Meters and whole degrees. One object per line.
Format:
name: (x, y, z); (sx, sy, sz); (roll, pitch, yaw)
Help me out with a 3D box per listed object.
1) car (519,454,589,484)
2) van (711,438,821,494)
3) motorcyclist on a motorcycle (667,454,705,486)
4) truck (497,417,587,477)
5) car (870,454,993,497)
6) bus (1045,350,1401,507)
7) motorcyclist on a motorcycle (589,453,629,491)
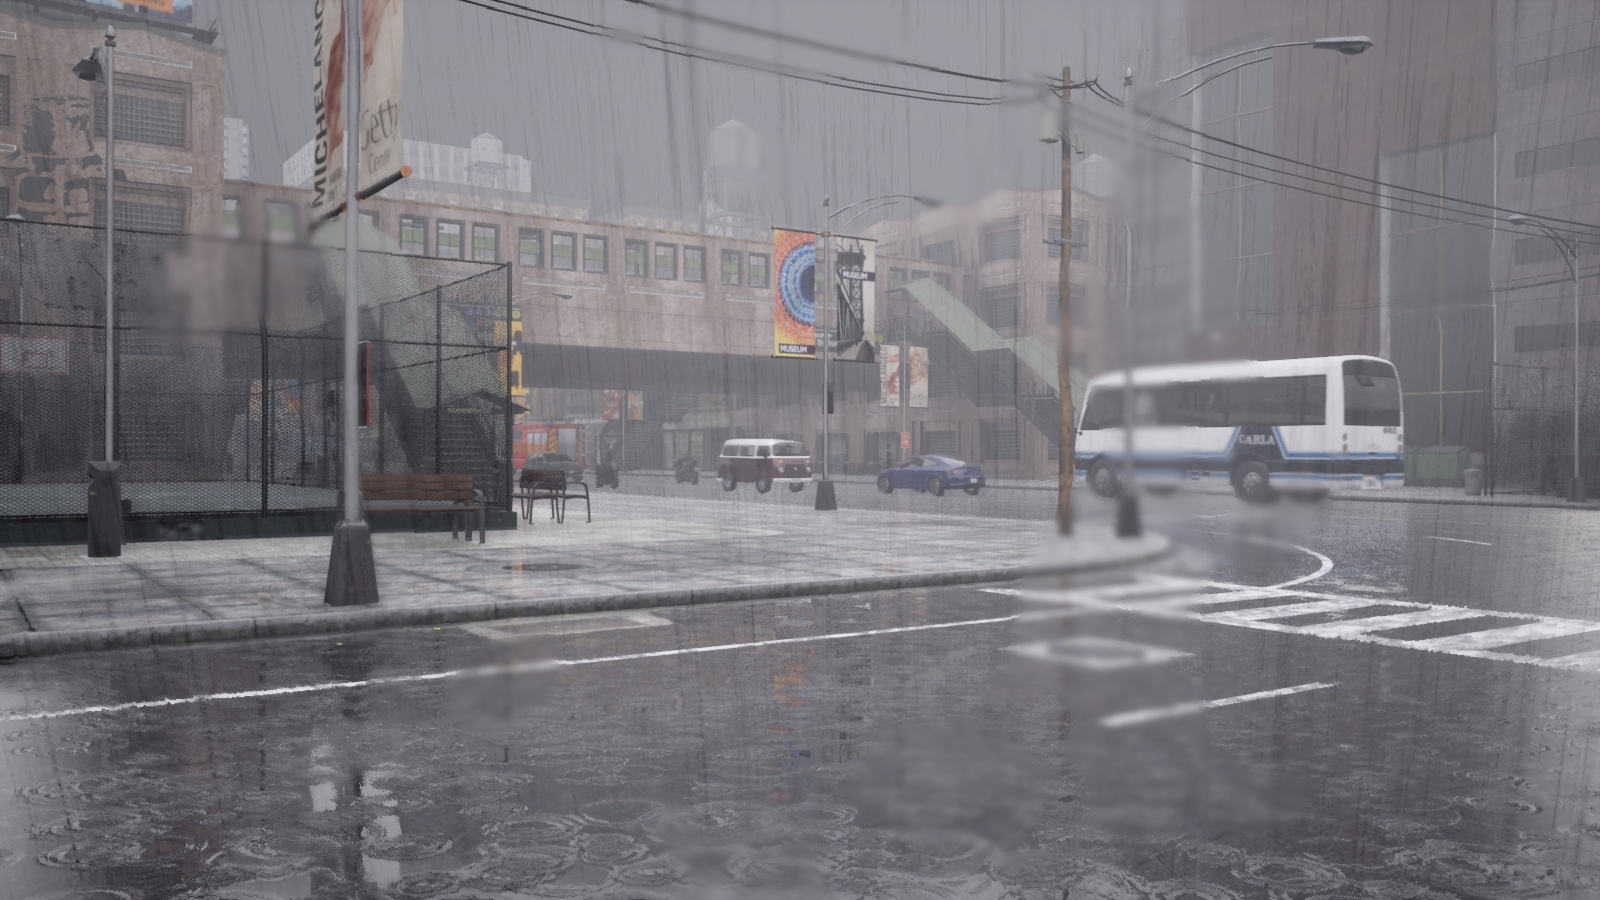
car: (-12.745, 0.935, 64.836); (1.837, 1.490, 4.892); (0, 0, -34)
van: (-1.345, 0.588, 47.793); (2.069, 2.038, 4.480); (0, 0, -34)
motorcyclist on a motorcycle: (-5.475, 0.939, 60.189); (0.866, 1.530, 2.191); (0, 0, -34)
truck: (-17.440, -0.176, 84.331); (2.891, 3.827, 8.468); (0, 0, -34)
car: (4.653, 0.871, 45.169); (1.812, 1.442, 4.674); (0, 0, -34)
bus: (12.800, -0.562, 39.363); (3.944, 4.253, 10.273); (0, 0, -34)
motorcyclist on a motorcycle: (-7.790, 0.868, 51.080); (0.797, 1.523, 2.044); (0, 0, -34)
